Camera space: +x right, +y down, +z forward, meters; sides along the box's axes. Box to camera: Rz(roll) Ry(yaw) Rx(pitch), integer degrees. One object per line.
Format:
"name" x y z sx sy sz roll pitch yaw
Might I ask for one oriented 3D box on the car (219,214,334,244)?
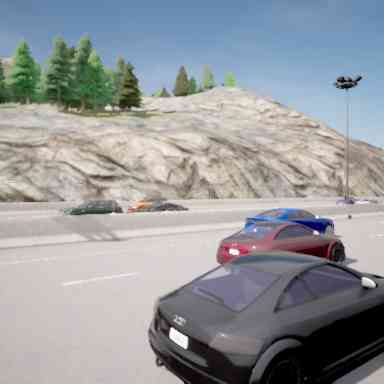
"car" 2.750 1.565 10.004 4.181 1.385 1.994 0 0 -35

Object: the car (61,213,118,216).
"car" -7.383 1.353 24.519 4.553 1.767 2.097 0 0 -35

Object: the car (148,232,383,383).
"car" 1.486 1.564 4.805 4.181 1.385 1.994 0 0 -35

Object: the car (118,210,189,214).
"car" -2.406 1.506 23.769 4.892 1.490 1.837 0 0 -36

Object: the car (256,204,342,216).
"car" 4.689 1.479 15.688 5.008 1.535 1.882 0 0 -35
